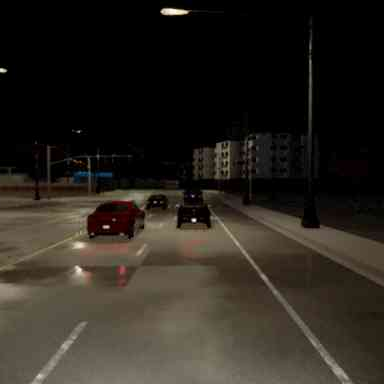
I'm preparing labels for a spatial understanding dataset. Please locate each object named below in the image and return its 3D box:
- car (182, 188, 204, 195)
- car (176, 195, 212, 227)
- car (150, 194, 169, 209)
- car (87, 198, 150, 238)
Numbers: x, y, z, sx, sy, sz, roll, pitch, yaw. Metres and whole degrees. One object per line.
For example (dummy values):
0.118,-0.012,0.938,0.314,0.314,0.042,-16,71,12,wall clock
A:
0.106,0.532,37.486,2.150,2.045,5.566,0,1,0,car
0.103,1.142,19.640,1.837,1.490,4.892,0,1,0,car
-3.397,0.945,33.242,2.033,1.411,5.357,0,1,0,car
-3.397,1.182,15.654,1.882,1.535,5.008,0,1,0,car
